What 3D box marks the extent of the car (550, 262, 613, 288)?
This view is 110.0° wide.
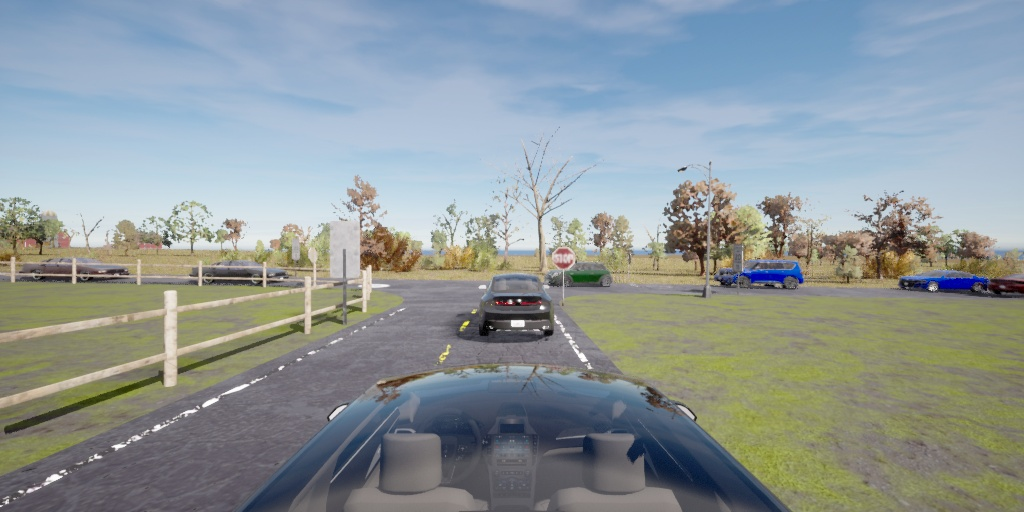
[{"bbox_3d":[4.487,1.186,24.558,4.553,1.767,2.097,1,0,-16],"label":"car"}]

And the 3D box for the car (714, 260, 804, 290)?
[{"bbox_3d":[17.726,1.289,25.801,5.566,2.045,2.150,1,1,0],"label":"car"}]

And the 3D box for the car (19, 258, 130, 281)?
[{"bbox_3d":[-28.003,0.806,23.037,5.357,1.411,2.033,1,1,0],"label":"car"}]

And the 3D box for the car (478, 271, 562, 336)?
[{"bbox_3d":[0.079,1.252,10.377,1.837,1.490,4.892,0,0,-1],"label":"car"}]

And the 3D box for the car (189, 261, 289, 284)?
[{"bbox_3d":[-17.419,1.008,22.999,5.357,1.411,2.033,1,1,0],"label":"car"}]

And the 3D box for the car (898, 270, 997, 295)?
[{"bbox_3d":[30.831,1.774,25.741,5.008,1.535,1.882,1,1,0],"label":"car"}]

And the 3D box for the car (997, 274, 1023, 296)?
[{"bbox_3d":[33.668,1.870,22.793,5.008,1.535,1.882,1,1,0],"label":"car"}]
